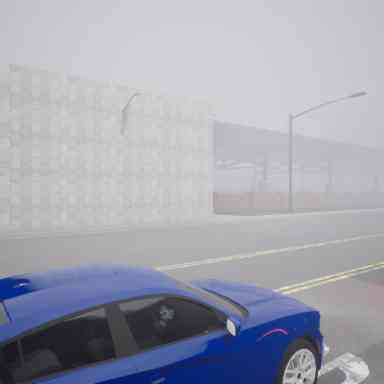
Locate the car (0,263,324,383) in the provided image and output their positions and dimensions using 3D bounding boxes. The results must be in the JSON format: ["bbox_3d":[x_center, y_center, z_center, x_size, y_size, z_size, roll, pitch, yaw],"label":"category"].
[{"bbox_3d":[-0.733,1.478,3.227,5.008,1.535,1.882,0,0,-36],"label":"car"}]
